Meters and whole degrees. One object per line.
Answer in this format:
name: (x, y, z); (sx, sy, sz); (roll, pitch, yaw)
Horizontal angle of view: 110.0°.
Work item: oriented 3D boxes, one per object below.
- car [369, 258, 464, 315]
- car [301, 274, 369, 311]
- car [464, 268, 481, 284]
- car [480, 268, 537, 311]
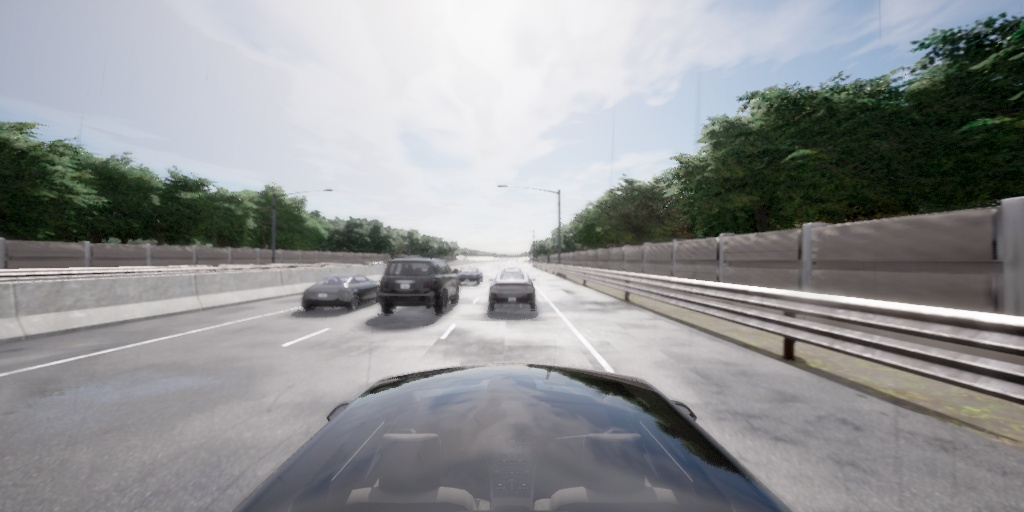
car: (-3.486, 1.100, 14.413); (2.150, 2.045, 5.566); (0, 0, 0)
car: (-6.976, 1.448, 15.264); (1.994, 1.385, 4.181); (0, 0, 1)
car: (-3.473, 1.627, 30.086); (1.895, 1.301, 4.718); (0, -1, 0)
car: (0.025, 1.377, 15.352); (2.128, 1.511, 4.902); (0, 0, 0)
